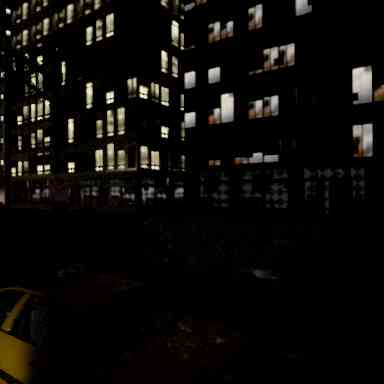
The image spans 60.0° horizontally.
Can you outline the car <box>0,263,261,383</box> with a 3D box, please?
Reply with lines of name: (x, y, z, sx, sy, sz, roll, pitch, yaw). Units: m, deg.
car: (-1.626, 1.553, 4.030, 4.829, 1.417, 1.752, -1, 0, 35)
